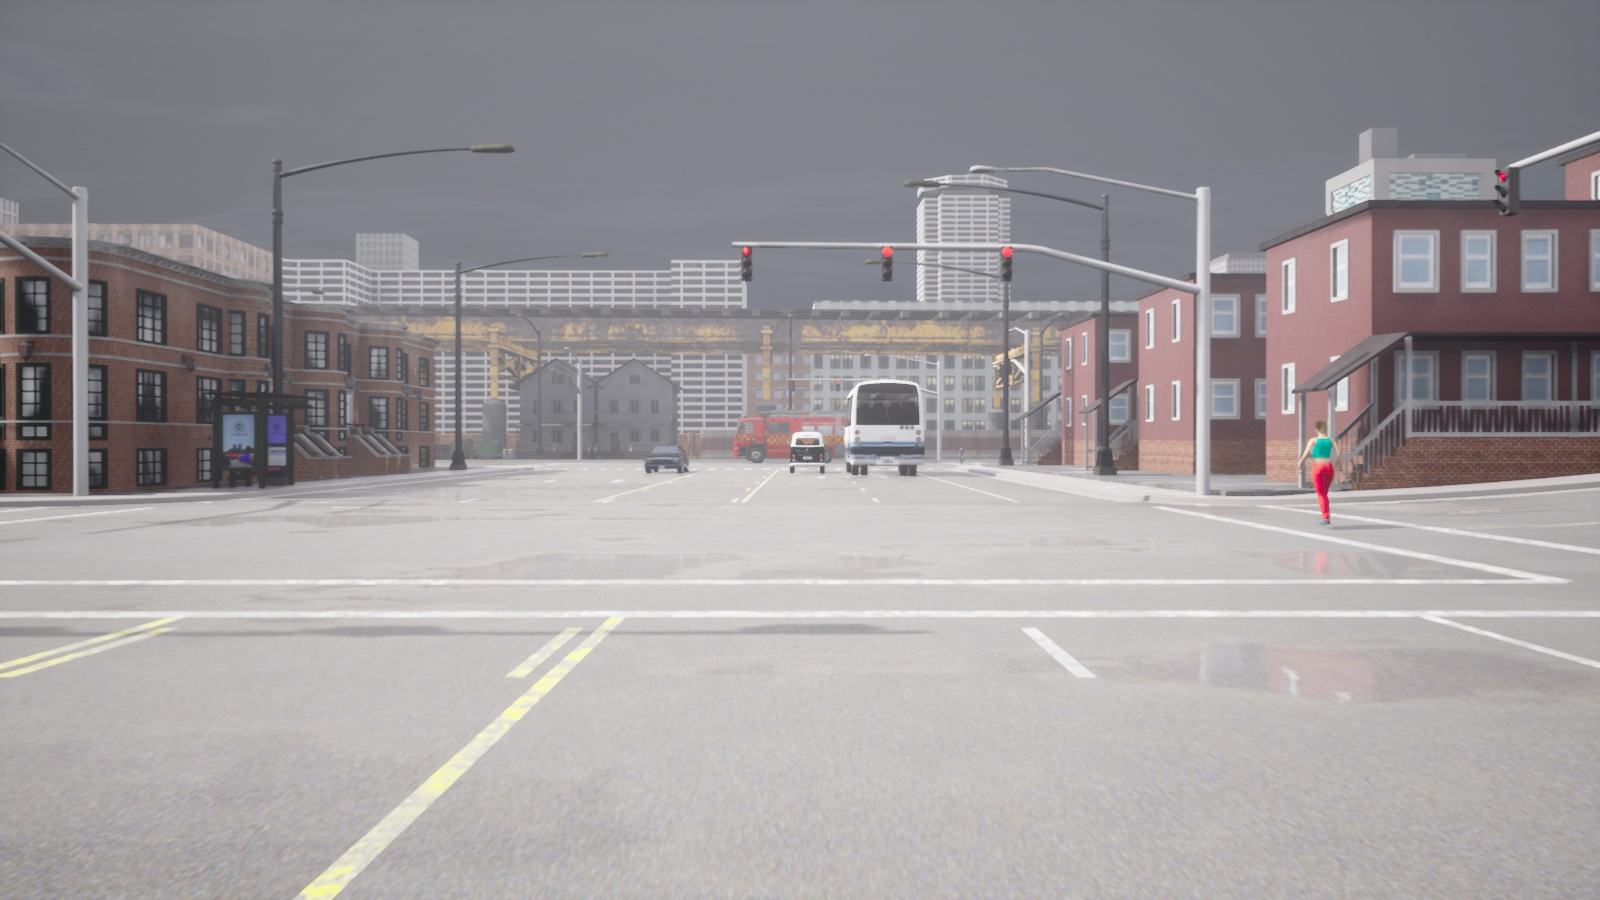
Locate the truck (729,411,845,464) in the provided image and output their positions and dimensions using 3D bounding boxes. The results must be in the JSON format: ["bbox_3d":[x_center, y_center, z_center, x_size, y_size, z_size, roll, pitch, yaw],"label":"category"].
[{"bbox_3d":[-0.942,-0.940,92.502,8.468,3.827,2.891,0,0,0],"label":"truck"}]

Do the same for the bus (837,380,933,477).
[{"bbox_3d":[3.858,-0.965,59.949,3.944,4.253,10.273,0,0,0],"label":"bus"}]

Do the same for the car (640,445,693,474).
[{"bbox_3d":[-6.636,0.434,62.879,2.033,1.411,5.357,0,0,0],"label":"car"}]

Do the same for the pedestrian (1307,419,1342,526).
[{"bbox_3d":[9.075,0.386,21.739,0.345,1.836,0.594,0,0,1],"label":"pedestrian"}]

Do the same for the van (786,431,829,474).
[{"bbox_3d":[0.371,0.119,62.307,2.069,2.038,4.480,0,0,0],"label":"van"}]
